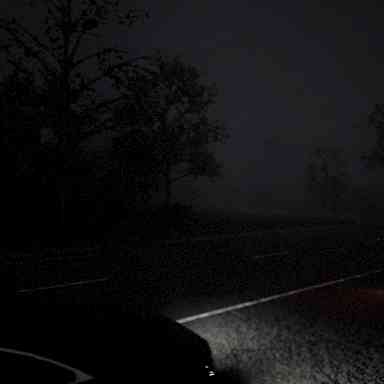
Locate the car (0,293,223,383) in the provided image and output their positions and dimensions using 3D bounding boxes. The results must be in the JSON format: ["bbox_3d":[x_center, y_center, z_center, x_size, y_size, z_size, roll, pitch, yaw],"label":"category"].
[{"bbox_3d":[-1.968,1.501,2.310,4.892,1.490,1.837,1,0,-36],"label":"car"}]
